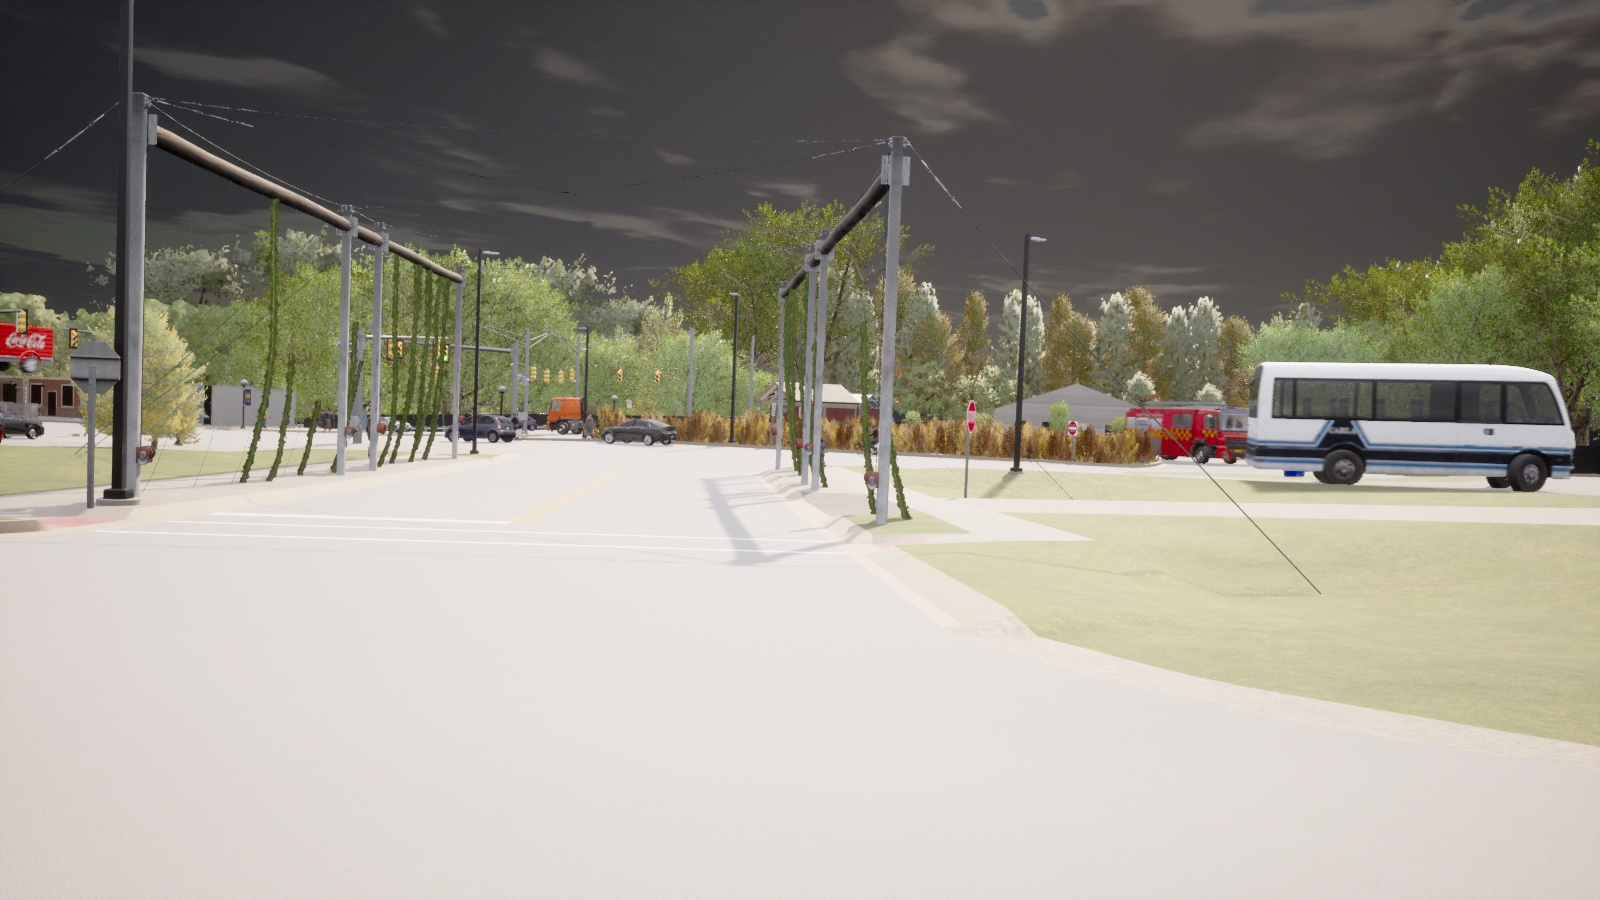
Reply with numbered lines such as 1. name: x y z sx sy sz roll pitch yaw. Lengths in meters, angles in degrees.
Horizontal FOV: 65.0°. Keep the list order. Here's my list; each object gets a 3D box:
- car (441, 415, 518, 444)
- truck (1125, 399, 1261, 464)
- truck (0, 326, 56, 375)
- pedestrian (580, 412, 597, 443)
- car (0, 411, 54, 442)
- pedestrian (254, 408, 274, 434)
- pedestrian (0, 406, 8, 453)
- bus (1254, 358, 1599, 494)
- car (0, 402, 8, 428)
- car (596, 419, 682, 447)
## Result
1. car: -18.539 -1.213 72.724 3.988 1.617 1.851 1 2 20
2. truck: 24.761 -1.232 79.606 2.891 3.827 8.468 1 2 -28
3. truck: -43.551 -5.457 67.795 2.627 2.467 5.204 5 3 21
4. pedestrian: -13.765 -1.483 81.790 0.873 1.952 0.659 3 2 12
5. car: -39.775 -1.178 61.963 2.128 1.511 4.902 2 1 16
6. pedestrian: -38.751 -2.115 90.793 0.900 1.855 0.874 3 3 26
7. pedestrian: -32.049 -0.819 50.116 0.353 1.847 0.614 3 3 20
8. bus: 21.349 -0.910 43.147 10.273 4.253 3.944 2 3 13
9. car: -53.709 -2.291 80.737 5.027 1.651 2.152 2 2 21
10. car: -9.361 -1.017 72.965 4.892 1.490 1.837 2 3 31
